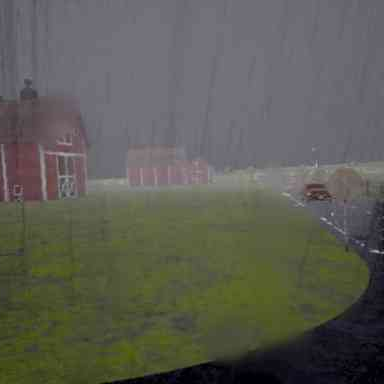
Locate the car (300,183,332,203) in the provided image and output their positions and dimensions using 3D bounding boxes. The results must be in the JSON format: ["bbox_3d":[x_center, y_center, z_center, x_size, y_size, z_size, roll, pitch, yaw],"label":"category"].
[{"bbox_3d":[9.896,0.008,26.770,1.882,1.535,5.008,-2,2,11],"label":"car"}]
